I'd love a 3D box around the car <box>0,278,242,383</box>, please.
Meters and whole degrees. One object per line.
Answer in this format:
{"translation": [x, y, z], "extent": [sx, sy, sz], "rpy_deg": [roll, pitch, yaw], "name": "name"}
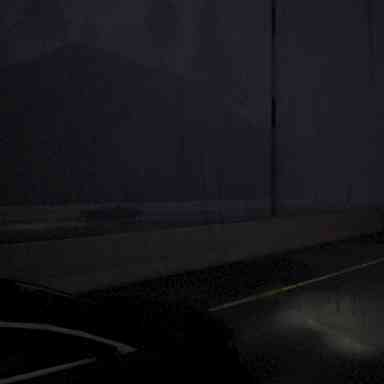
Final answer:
{"translation": [-1.737, 1.497, 2.617], "extent": [4.902, 1.511, 2.128], "rpy_deg": [0, 0, -36], "name": "car"}
